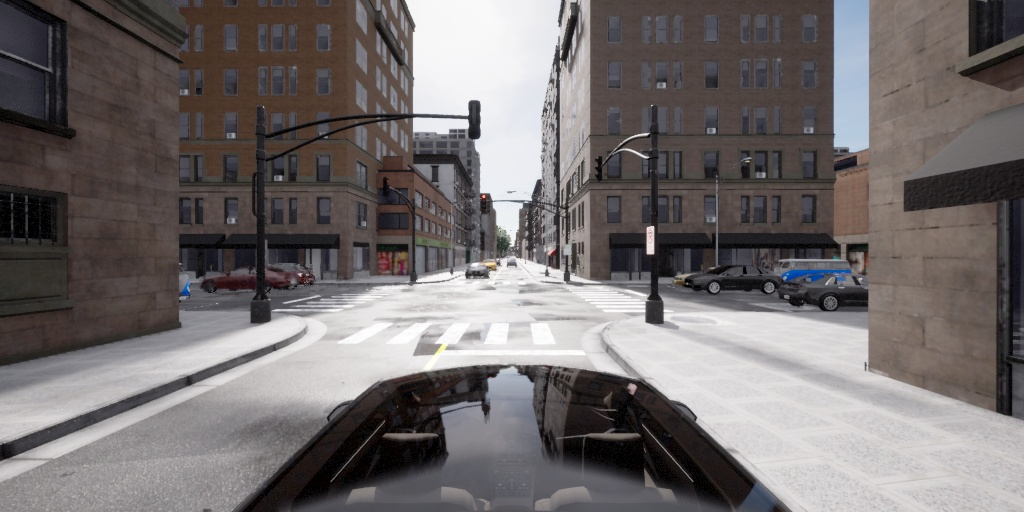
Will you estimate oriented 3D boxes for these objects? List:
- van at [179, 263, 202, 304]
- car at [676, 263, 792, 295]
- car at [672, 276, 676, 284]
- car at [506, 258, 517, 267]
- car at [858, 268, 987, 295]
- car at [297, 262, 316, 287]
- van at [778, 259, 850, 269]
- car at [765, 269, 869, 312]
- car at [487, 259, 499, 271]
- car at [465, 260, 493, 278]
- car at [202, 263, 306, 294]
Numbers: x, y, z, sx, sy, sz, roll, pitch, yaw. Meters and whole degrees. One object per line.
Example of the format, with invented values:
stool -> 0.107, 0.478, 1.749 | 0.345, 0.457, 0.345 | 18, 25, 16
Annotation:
van -> -14.681, 1.089, 13.726 | 3.998, 1.789, 1.690 | 0, 0, 1
car -> 11.918, 1.248, 19.434 | 4.892, 1.490, 1.837 | 0, 0, -1
car -> 12.410, 1.264, 21.986 | 4.829, 1.417, 1.751 | 0, 0, 1
car -> -0.038, 1.260, 63.733 | 2.033, 1.411, 5.357 | 0, 0, 0
car -> 21.951, 1.346, 19.324 | 4.718, 1.301, 1.895 | 0, 0, 1
car -> -14.615, 1.172, 22.251 | 4.097, 1.591, 1.967 | 0, 0, 1
van -> 18.249, 1.080, 21.929 | 3.998, 1.789, 1.690 | 0, 0, 1
car -> 12.514, 1.305, 13.460 | 4.403, 1.370, 2.007 | 0, 0, 1
car -> -3.126, 1.207, 48.860 | 1.882, 1.535, 5.008 | 0, 0, 0
car -> -3.109, 1.305, 32.844 | 1.994, 1.385, 4.181 | 0, 0, 0
car -> -14.304, 1.263, 19.669 | 4.674, 1.442, 1.812 | 0, 0, 0
